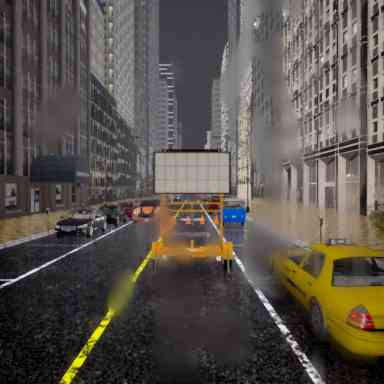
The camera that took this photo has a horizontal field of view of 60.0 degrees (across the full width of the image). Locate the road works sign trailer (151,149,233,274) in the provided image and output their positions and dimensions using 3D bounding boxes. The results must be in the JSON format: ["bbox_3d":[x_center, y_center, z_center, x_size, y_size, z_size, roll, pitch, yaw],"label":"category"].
[{"bbox_3d":[0.003,0.462,10.502,2.380,3.560,2.880,0,0,0],"label":"road works sign trailer"}]

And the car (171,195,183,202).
[{"bbox_3d":[-2.988,1.546,71.459,1.994,1.385,4.181,0,0,0],"label":"car"}]

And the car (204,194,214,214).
[{"bbox_3d":[2.686,1.307,34.520,2.192,1.841,5.009,-1,0,0],"label":"car"}]

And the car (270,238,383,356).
[{"bbox_3d":[2.684,1.524,6.272,1.752,1.417,4.829,-1,0,0],"label":"car"}]

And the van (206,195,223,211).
[{"bbox_3d":[2.687,1.332,40.204,1.690,1.788,3.998,-1,0,0],"label":"van"}]

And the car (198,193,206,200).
[{"bbox_3d":[2.695,1.290,91.357,2.192,1.841,5.009,-1,0,0],"label":"car"}]

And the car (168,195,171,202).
[{"bbox_3d":[-5.687,1.535,62.940,2.008,1.369,4.403,-1,0,0],"label":"car"}]

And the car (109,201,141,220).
[{"bbox_3d":[-5.693,1.538,28.838,1.887,1.381,4.507,-1,0,0],"label":"car"}]

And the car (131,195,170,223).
[{"bbox_3d":[-3.097,1.346,25.020,2.097,1.767,4.553,0,0,0],"label":"car"}]

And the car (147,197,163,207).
[{"bbox_3d":[-5.690,1.538,51.573,2.008,1.369,4.403,-1,0,0],"label":"car"}]

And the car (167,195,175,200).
[{"bbox_3d":[-5.683,1.501,91.189,1.752,1.417,4.829,-1,0,0],"label":"car"}]

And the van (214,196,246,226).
[{"bbox_3d":[2.685,1.336,23.153,1.690,1.788,3.998,-1,0,0],"label":"van"}]

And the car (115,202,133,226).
[{"bbox_3d":[-5.694,1.560,23.155,1.947,1.339,4.313,-1,0,0],"label":"car"}]

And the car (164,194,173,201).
[{"bbox_3d":[-5.686,1.419,79.991,1.967,1.590,4.097,-1,0,0],"label":"car"}]

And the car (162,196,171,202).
[{"bbox_3d":[-5.685,1.563,74.307,1.802,1.307,4.206,-1,0,0],"label":"car"}]

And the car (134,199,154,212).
[{"bbox_3d":[-5.691,1.572,40.206,1.802,1.307,4.206,-1,0,0],"label":"car"}]

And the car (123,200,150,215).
[{"bbox_3d":[-5.693,1.543,34.522,2.008,1.369,4.403,-1,0,0],"label":"car"}]

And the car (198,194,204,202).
[{"bbox_3d":[2.693,1.535,62.938,2.008,1.369,4.403,-1,0,0],"label":"car"}]

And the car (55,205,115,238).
[{"bbox_3d":[-5.695,1.547,17.471,2.008,1.369,4.403,-1,0,0],"label":"car"}]
